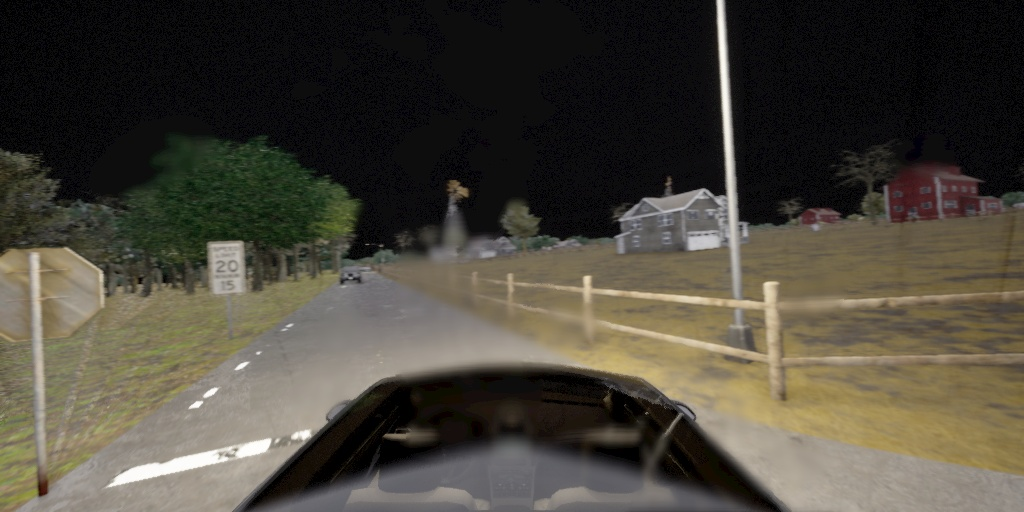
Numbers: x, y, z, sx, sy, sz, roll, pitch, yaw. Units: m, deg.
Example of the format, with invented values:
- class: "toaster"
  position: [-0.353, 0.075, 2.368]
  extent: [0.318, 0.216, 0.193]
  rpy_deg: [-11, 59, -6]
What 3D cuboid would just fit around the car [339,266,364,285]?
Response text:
- class: "car"
  position: [-18.888, 2.157, 42.036]
  extent: [2.150, 2.045, 5.566]
  rpy_deg: [-3, 0, -23]
